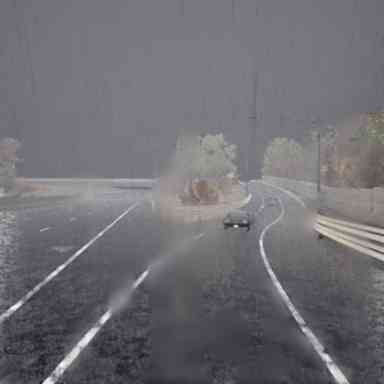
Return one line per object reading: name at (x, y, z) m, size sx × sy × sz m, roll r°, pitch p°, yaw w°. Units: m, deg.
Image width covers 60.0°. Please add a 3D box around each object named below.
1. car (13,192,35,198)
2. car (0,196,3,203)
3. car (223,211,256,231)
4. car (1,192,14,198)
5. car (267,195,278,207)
car at (-29.371, 1.140, 59.193) m, size 2.097 × 1.767 × 4.553 m, roll 0°, pitch 0°, yaw -7°
car at (-36.600, 1.337, 60.644) m, size 1.895 × 1.301 × 4.718 m, roll 0°, pitch 0°, yaw -7°
car at (3.617, 2.060, 24.497) m, size 1.895 × 1.301 × 4.718 m, roll 1°, pitch -1°, yaw 17°
car at (-33.176, 0.983, 61.491) m, size 2.150 × 2.045 × 5.566 m, roll 0°, pitch 0°, yaw -7°
car at (14.543, 1.929, 60.128) m, size 2.033 × 1.411 × 5.357 m, roll 1°, pitch 2°, yaw 13°
